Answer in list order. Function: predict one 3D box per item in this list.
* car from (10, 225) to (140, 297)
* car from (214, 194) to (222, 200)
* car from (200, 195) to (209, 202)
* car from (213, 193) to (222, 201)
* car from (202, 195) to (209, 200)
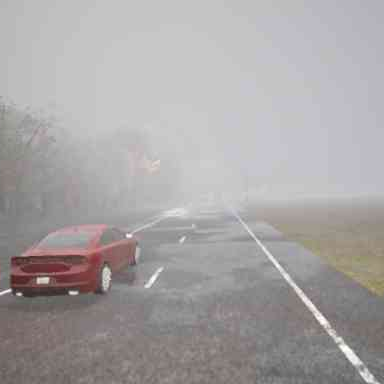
[{"bbox_3d":[-2.811,1.645,9.151,1.882,1.535,5.008,-2,-1,4],"label":"car"},{"bbox_3d":[7.381,1.444,94.742,2.128,1.511,4.902,-2,0,4],"label":"car"},{"bbox_3d":[3.110,1.542,84.975,2.097,1.767,4.553,-2,0,4],"label":"car"},{"bbox_3d":[6.565,1.263,84.381,2.150,2.045,5.566,-2,0,4],"label":"car"},{"bbox_3d":[3.901,1.663,95.045,1.895,1.301,4.718,-2,0,4],"label":"car"}]
